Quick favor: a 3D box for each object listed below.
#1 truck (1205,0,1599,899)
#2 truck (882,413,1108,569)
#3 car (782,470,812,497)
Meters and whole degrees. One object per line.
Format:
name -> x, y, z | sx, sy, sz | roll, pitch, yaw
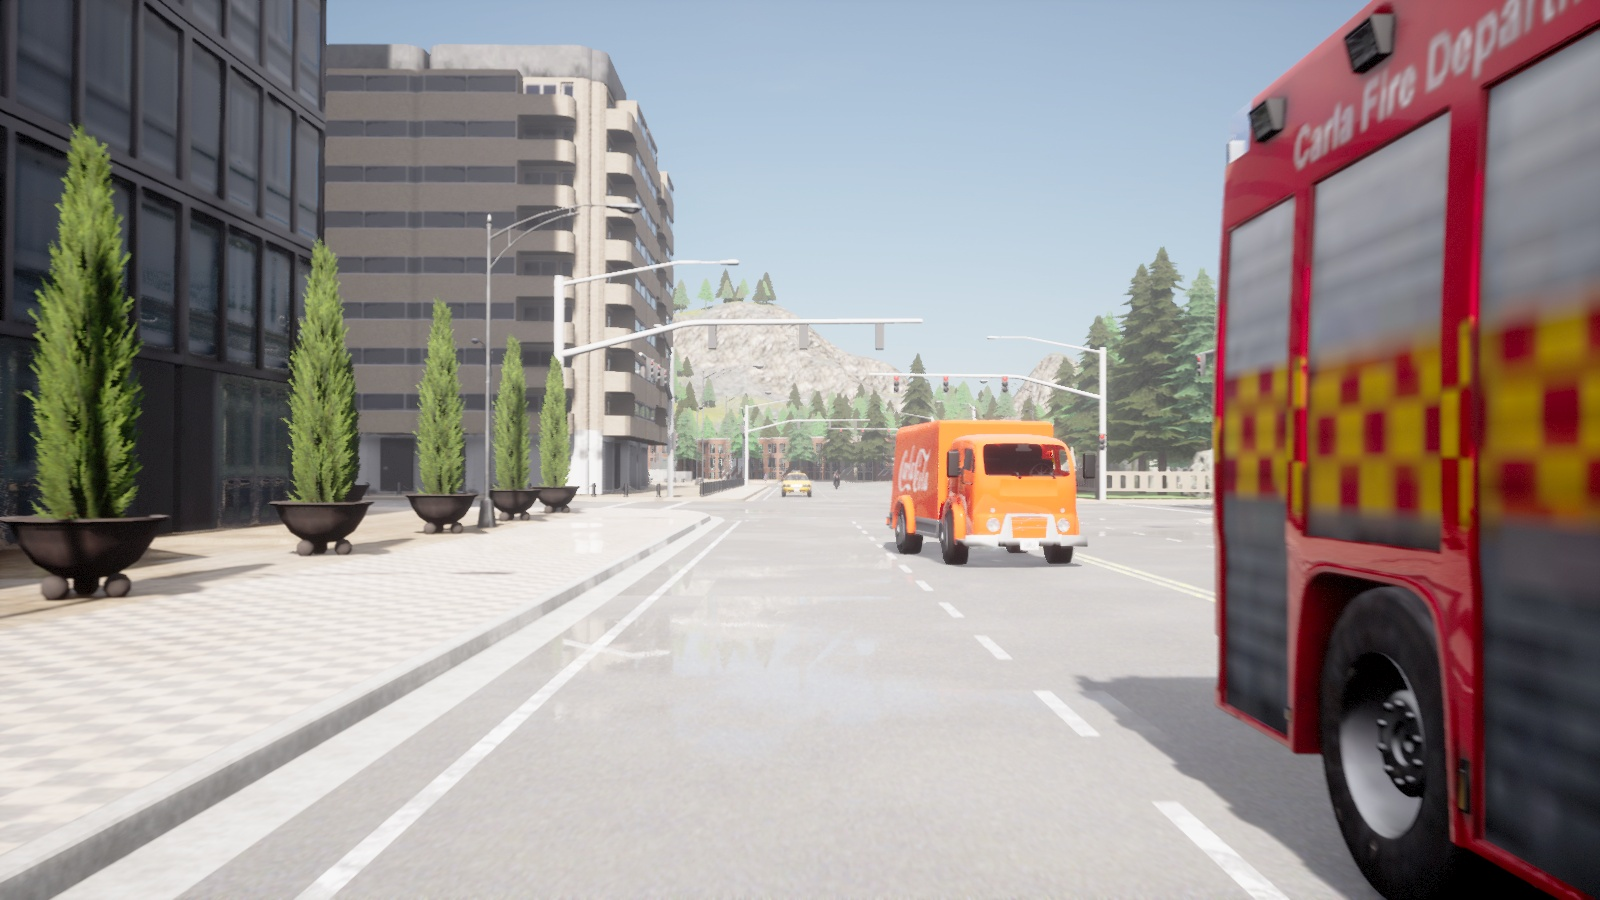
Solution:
truck -> 3.490, -0.330, 2.030 | 2.891, 3.827, 8.468 | 0, -1, 0
truck -> 3.293, 0.692, 22.573 | 2.627, 2.467, 5.204 | 0, -1, -8
car -> -0.184, 2.045, 77.171 | 1.801, 1.575, 5.366 | 0, -1, 0
